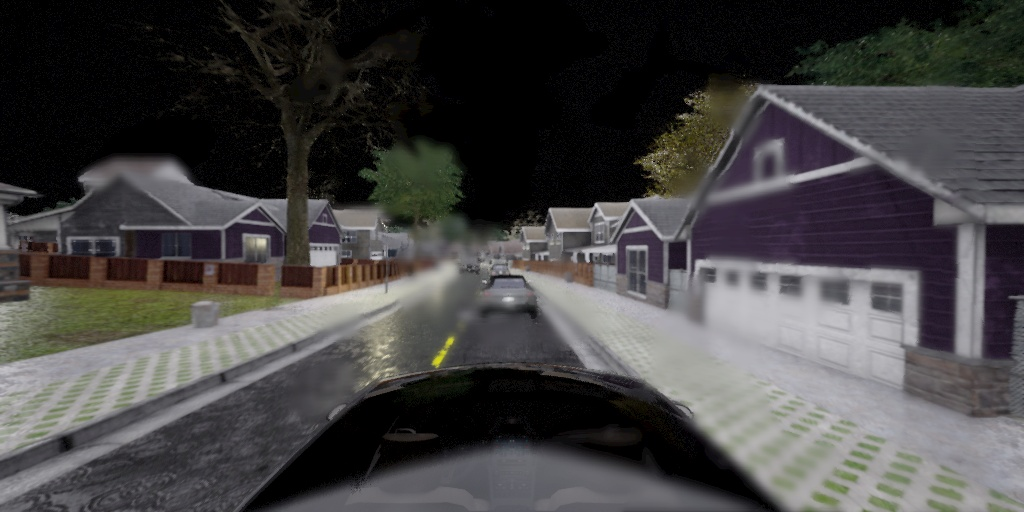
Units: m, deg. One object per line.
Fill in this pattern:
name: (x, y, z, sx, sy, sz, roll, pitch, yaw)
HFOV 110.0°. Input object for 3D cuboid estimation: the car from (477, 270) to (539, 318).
car: (-0.127, 1.374, 13.253, 1.994, 1.385, 4.181, 0, 0, -2)

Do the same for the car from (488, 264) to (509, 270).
car: (-1.177, 1.479, 33.237, 2.033, 1.411, 5.357, 0, 0, -4)

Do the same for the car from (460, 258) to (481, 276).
car: (-4.815, 1.220, 41.970, 2.150, 2.045, 5.566, 0, -1, -6)
